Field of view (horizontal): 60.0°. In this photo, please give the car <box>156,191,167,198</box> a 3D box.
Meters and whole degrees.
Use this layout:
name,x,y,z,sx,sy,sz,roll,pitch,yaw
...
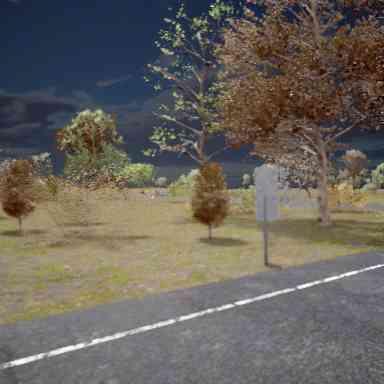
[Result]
name,x,y,z,sx,sy,sz,roll,pitch,yaw
car,-7.487,0.505,84.363,2.097,1.767,4.553,-1,1,-31

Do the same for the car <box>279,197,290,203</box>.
name,x,y,z,sx,sy,sz,roll,pitch,yaw
car,13.437,1.194,53.945,1.895,1.301,4.718,-1,1,-35
